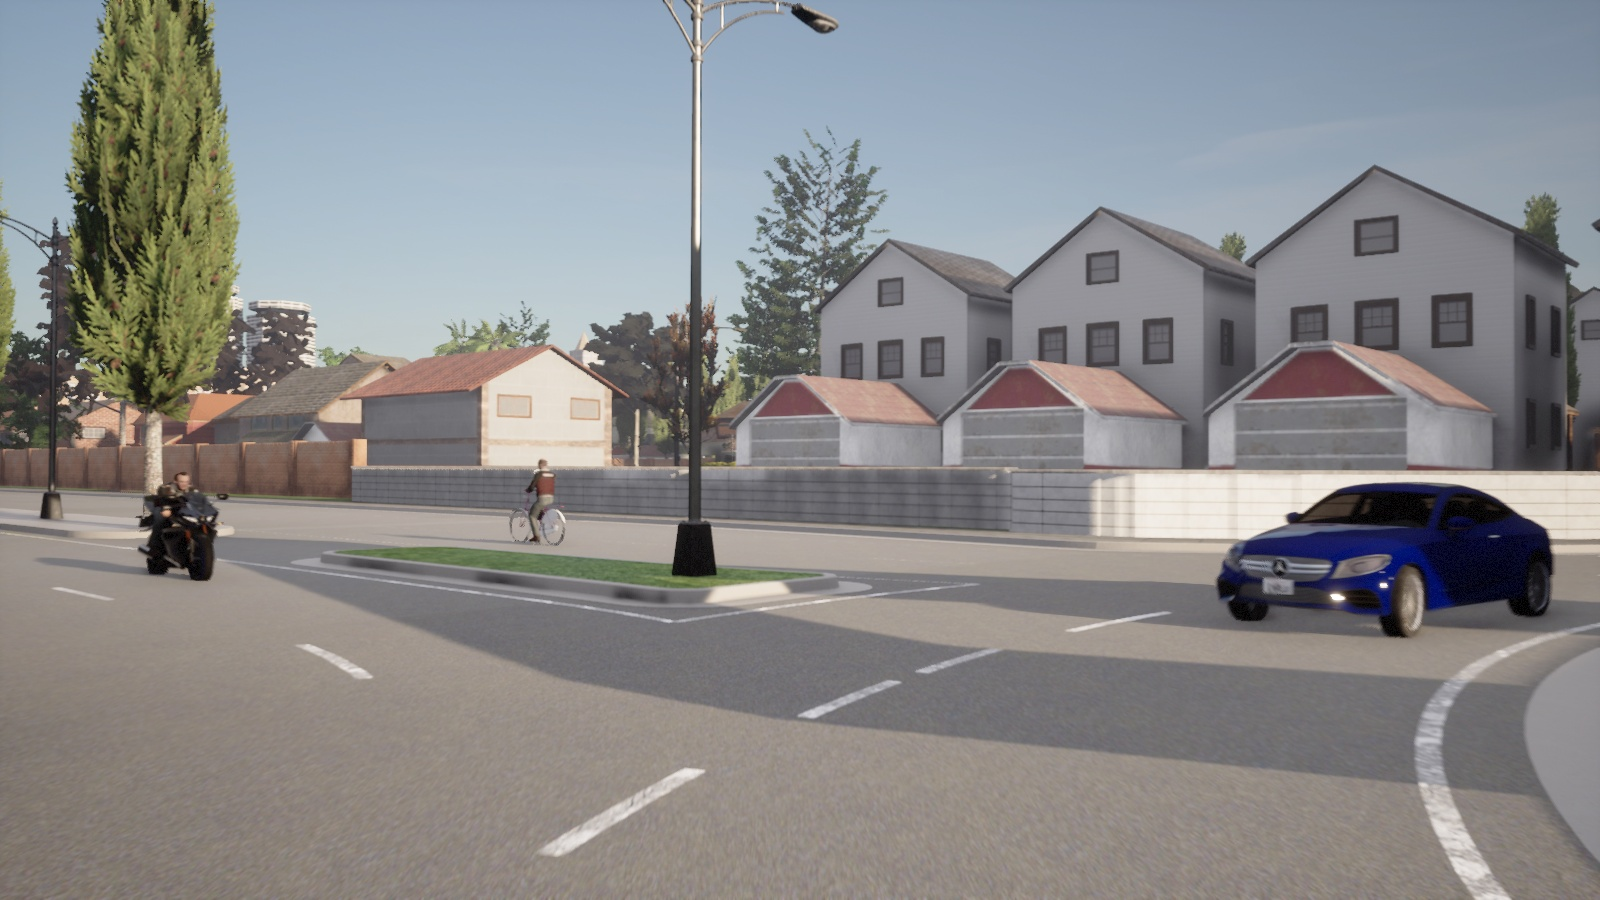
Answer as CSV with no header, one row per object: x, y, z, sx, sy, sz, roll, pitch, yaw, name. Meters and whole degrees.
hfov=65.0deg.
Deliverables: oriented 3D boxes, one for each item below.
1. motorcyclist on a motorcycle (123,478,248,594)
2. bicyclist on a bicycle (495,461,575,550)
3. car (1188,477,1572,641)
-8.721,1.162,17.779,2.191,1.530,0.866,-1,-1,43,motorcyclist on a motorcycle
-5.450,1.109,25.772,1.843,1.776,0.659,-1,-1,42,bicyclist on a bicycle
6.327,1.022,13.458,4.674,1.442,1.812,0,-1,-39,car
